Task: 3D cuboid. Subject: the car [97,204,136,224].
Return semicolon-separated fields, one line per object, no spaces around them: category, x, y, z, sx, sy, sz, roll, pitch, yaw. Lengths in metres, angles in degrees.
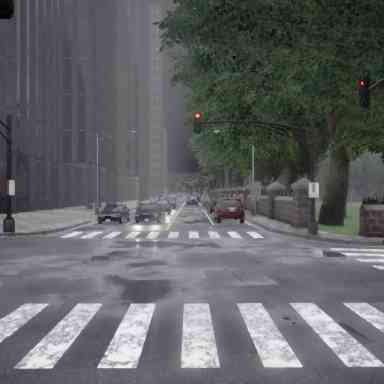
car;-5.787;1.576;25.091;1.947;1.339;4.313;0;0;0

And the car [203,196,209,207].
car;2.722;1.579;41.478;2.008;1.369;4.403;0;0;0

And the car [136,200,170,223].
car;-3.126;1.559;25.610;2.033;1.411;5.357;0;0;0

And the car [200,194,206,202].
car;2.711;1.480;52.392;1.967;1.590;4.097;0;0;0

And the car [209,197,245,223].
car;2.739;1.325;25.109;2.192;1.841;5.009;0;0;0

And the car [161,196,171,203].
car;-5.837;1.611;74.204;1.887;1.381;4.507;0;0;0

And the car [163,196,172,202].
car;-5.842;1.620;79.662;1.887;1.381;4.507;0;0;0

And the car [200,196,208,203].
car;2.688;1.592;74.387;1.752;1.417;4.829;0;0;0

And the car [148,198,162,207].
car;-5.814;1.622;52.376;1.802;1.307;4.206;0;0;0

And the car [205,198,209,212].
car;2.727;1.588;36.022;1.947;1.339;4.313;0;0;0

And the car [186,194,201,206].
car;0.045;1.569;55.252;1.812;1.442;4.674;0;0;0

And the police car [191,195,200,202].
police car;0.825;1.495;75.873;1.930;1.638;5.238;0;0;0

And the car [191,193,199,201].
car;0.809;1.319;91.794;2.150;2.045;5.566;0;0;0

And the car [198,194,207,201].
car;2.677;1.399;85.131;2.192;1.841;5.009;0;0;0

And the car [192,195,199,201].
car;0.814;1.591;85.763;1.837;1.490;4.892;0;0;0

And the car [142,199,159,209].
car;-5.809;1.616;46.919;1.802;1.307;4.206;0;0;0

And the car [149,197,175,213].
car;-3.121;1.547;35.247;1.812;1.442;4.674;0;0;0

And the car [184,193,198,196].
car;0.025;1.407;65.015;2.097;1.767;4.553;0;0;0

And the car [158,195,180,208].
car;-3.135;1.524;45.514;2.128;1.511;4.902;0;0;0

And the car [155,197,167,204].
car;-5.825;1.635;63.291;1.802;1.307;4.206;0;0;0

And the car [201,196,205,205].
car;2.716;1.585;46.935;2.008;1.369;4.403;0;0;0
